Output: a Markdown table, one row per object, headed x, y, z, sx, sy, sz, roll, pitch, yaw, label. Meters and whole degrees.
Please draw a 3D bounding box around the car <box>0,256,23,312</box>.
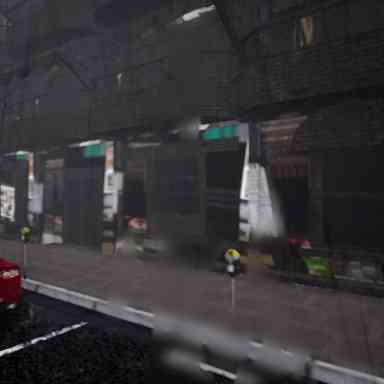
| x | y | z | sx | sy | sz | roll | pitch | yaw | label |
| --- | --- | --- | --- | --- | --- | --- | --- | --- | --- |
| -5.123 | 1.575 | 6.527 | 4.507 | 1.381 | 1.887 | 0 | 0 | 35 | car |
